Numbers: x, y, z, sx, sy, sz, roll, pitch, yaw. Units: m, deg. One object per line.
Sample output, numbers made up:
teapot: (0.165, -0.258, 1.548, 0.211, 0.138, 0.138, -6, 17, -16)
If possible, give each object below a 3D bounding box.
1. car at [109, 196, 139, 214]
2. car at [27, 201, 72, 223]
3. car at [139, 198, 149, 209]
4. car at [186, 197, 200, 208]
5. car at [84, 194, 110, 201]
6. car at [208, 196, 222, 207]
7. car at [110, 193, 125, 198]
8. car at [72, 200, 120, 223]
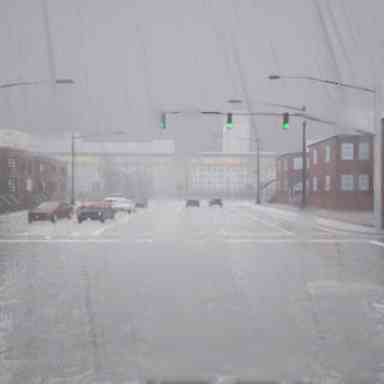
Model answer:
car: (-7.084, 1.464, 35.036, 1.812, 1.442, 4.674, 0, 0, 0)
car: (-10.596, 1.433, 25.265, 1.882, 1.535, 5.008, 0, 0, 0)
car: (-7.073, 1.467, 45.318, 2.033, 1.411, 5.357, 0, 0, 1)
car: (0.107, 1.392, 47.742, 1.882, 1.535, 5.008, 0, 0, 0)
car: (-10.589, 1.289, 35.431, 2.097, 1.767, 4.553, 0, 0, 0)
car: (3.505, 1.416, 49.875, 1.837, 1.490, 4.892, 0, 0, 0)
car: (-10.579, 1.140, 45.988, 2.150, 2.045, 5.566, 0, 0, -1)
car: (-7.094, 1.556, 25.038, 1.895, 1.301, 4.718, 0, 0, 0)
